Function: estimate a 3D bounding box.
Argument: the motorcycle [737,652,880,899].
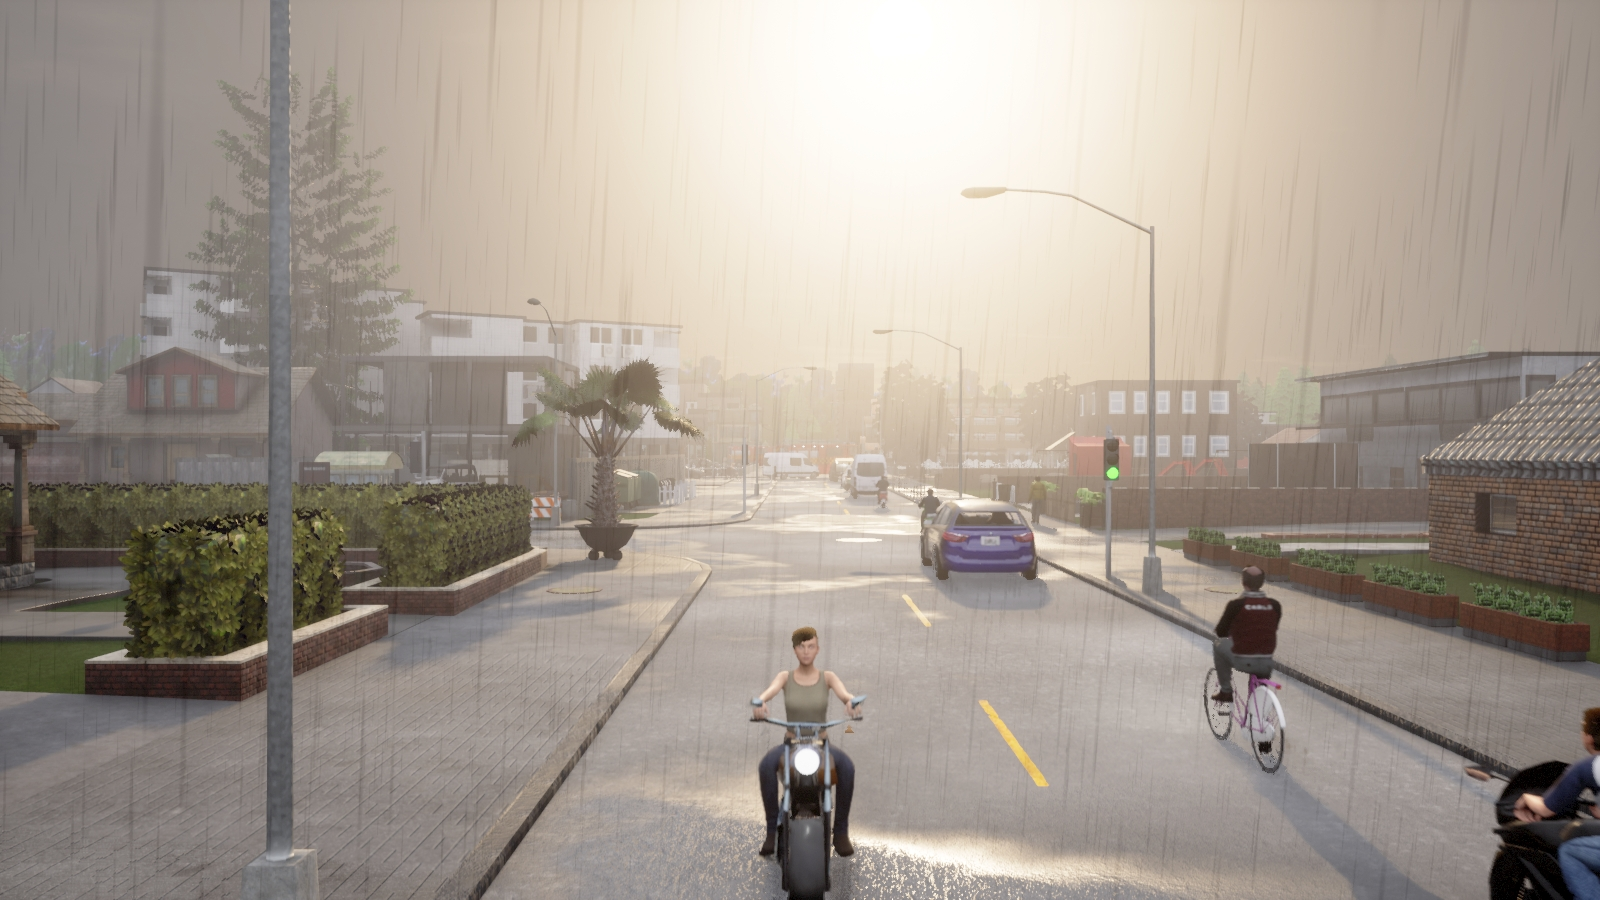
[{"bbox_3d":[0.050,2.155,7.305,0.764,1.307,2.356,0,0,0],"label":"motorcycle"}]

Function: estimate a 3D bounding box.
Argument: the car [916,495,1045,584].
[{"bbox_3d":[4.029,1.968,26.281,2.242,1.667,4.611,0,0,0],"label":"car"}]

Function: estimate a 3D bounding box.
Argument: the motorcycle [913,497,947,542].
[{"bbox_3d":[4.027,2.142,35.510,0.856,1.316,1.805,0,0,0],"label":"motorcycle"}]

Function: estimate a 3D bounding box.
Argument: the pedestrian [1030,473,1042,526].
[{"bbox_3d":[8.399,1.744,40.607,0.375,1.860,0.375,0,0,6],"label":"pedestrian"}]

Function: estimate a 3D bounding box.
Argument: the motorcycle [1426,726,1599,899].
[{"bbox_3d":[4.003,2.185,5.566,0.803,1.199,2.033,0,0,0],"label":"motorcycle"}]

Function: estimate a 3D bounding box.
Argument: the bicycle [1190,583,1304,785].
[{"bbox_3d":[4.044,2.060,10.457,0.329,1.471,1.835,0,0,0],"label":"bicycle"}]

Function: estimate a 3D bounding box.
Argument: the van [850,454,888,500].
[{"bbox_3d":[4.025,1.534,67.502,1.988,2.561,5.915,0,0,0],"label":"van"}]
